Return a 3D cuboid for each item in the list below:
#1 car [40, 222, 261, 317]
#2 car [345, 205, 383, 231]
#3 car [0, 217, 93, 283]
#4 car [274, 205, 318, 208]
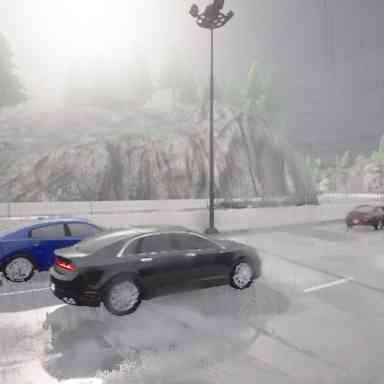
[{"bbox_3d":[-0.565,1.501,7.500,4.892,1.490,1.837,0,0,-34],"label":"car"},{"bbox_3d":[11.225,1.509,20.601,4.674,1.442,1.812,0,0,-39],"label":"car"},{"bbox_3d":[-3.535,1.475,9.718,5.008,1.535,1.882,0,0,-33],"label":"car"},{"bbox_3d":[11.074,1.198,34.517,5.566,2.045,2.150,0,0,-42],"label":"car"}]
